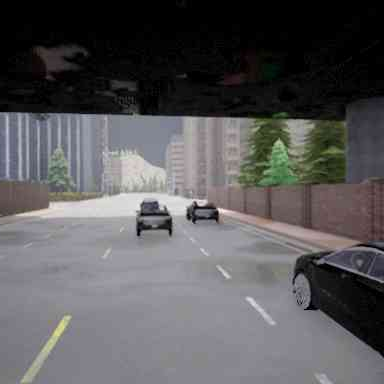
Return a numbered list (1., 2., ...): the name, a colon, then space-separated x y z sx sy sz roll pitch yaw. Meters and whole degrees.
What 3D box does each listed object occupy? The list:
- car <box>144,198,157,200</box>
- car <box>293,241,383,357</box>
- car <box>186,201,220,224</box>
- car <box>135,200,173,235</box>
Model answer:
1. car: -4.457 1.345 35.468 1.882 1.535 5.008 0 0 -8
2. car: 3.081 1.448 4.807 2.128 1.511 4.902 0 0 -5
3. car: 0.680 1.377 23.877 2.128 1.511 4.902 0 0 -8
4. car: -2.089 1.421 18.275 2.128 1.511 4.902 0 0 -8
